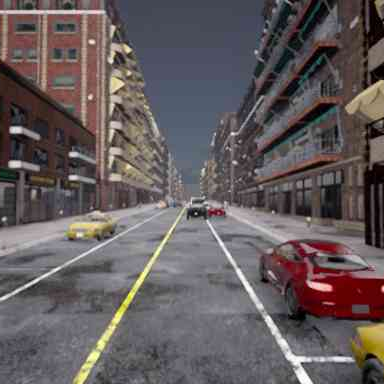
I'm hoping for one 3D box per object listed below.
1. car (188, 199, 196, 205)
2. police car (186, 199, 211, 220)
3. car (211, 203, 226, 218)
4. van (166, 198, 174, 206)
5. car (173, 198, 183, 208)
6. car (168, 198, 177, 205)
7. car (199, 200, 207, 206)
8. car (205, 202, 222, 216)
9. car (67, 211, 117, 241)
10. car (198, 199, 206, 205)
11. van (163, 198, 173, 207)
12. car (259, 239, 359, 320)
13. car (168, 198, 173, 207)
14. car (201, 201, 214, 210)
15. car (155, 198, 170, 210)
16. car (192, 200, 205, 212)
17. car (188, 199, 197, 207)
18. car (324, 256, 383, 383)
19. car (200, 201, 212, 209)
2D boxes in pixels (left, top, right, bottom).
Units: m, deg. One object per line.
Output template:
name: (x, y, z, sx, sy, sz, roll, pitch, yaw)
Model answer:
car: (0.029, 2.455, 84.032, 1.882, 1.535, 5.008, 0, -1, 0)
police car: (0.584, 1.812, 32.669, 1.930, 1.638, 5.238, 0, -1, 5)
car: (2.597, 1.958, 34.814, 1.887, 1.381, 4.507, 1, -1, 0)
van: (-5.265, 2.371, 79.123, 1.690, 1.788, 3.998, 1, -1, 0)
car: (-2.744, 2.365, 64.671, 2.033, 1.411, 5.357, 0, -1, 1)
car: (-5.260, 2.516, 90.183, 2.192, 1.841, 5.009, 1, -1, 0)
car: (2.611, 2.574, 79.056, 1.887, 1.381, 4.507, 1, -1, 0)
car: (2.599, 2.013, 40.516, 1.752, 1.417, 4.829, 1, -1, 0)
car: (-5.287, 1.733, 18.126, 1.752, 1.417, 4.829, 2, -1, 0)
car: (2.625, 2.639, 90.118, 1.967, 1.590, 4.097, 1, -1, 0)
van: (-5.266, 2.288, 73.591, 1.690, 1.788, 3.998, 2, -1, 0)
car: (2.587, 1.663, 7.166, 1.802, 1.307, 4.206, 1, -1, 0)
car: (-5.268, 2.104, 62.534, 2.192, 1.841, 5.009, 2, -1, 0)
car: (2.604, 2.255, 56.934, 1.887, 1.381, 4.507, 1, -1, 0)
car: (-5.276, 2.235, 56.830, 1.752, 1.417, 4.829, 2, -1, 0)
car: (0.842, 2.052, 48.677, 1.801, 1.575, 5.366, 0, -1, 0)
car: (0.024, 2.302, 69.026, 1.837, 1.490, 4.892, 0, -1, 0)
car: (2.587, 1.547, 1.807, 1.752, 1.417, 4.829, 2, -1, 0)
car: (2.605, 2.338, 62.465, 2.008, 1.369, 4.403, 1, -1, 0)
